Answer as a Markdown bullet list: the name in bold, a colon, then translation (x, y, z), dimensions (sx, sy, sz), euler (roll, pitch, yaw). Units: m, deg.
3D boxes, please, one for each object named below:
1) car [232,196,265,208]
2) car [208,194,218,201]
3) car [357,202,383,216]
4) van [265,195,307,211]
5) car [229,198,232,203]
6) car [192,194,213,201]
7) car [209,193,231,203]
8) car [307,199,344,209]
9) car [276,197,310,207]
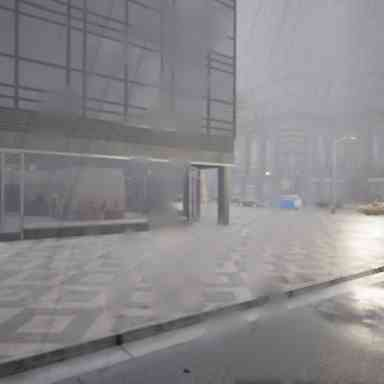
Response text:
- **car**: translation (8.009, 1.427, 44.541), dimensions (2.008, 1.369, 4.403), euler (1, 0, -35)
- **car**: translation (1.636, 1.248, 53.591), dimensions (1.752, 1.417, 4.829), euler (1, 0, -35)
- **car**: translation (17.813, 1.594, 30.619), dimensions (1.752, 1.417, 4.829), euler (1, 0, -35)
- **van**: translation (11.247, 1.288, 39.948), dimensions (1.690, 1.788, 3.998), euler (1, 0, -35)
- **car**: translation (8.503, 1.323, 58.645), dimensions (2.008, 1.369, 4.403), euler (1, 0, -35)
- **car**: translation (2.034, 1.160, 67.829), dimensions (2.008, 1.369, 4.403), euler (1, 0, -35)
- **car**: translation (5.271, 1.130, 63.237), dimensions (1.967, 1.590, 4.097), euler (1, 0, -35)
- **car**: translation (18.208, 1.564, 44.865), dimensions (1.947, 1.339, 4.313), euler (1, 0, -35)
- **car**: translation (14.974, 1.473, 49.457), dimensions (1.887, 1.381, 4.507), euler (1, 0, -35)
